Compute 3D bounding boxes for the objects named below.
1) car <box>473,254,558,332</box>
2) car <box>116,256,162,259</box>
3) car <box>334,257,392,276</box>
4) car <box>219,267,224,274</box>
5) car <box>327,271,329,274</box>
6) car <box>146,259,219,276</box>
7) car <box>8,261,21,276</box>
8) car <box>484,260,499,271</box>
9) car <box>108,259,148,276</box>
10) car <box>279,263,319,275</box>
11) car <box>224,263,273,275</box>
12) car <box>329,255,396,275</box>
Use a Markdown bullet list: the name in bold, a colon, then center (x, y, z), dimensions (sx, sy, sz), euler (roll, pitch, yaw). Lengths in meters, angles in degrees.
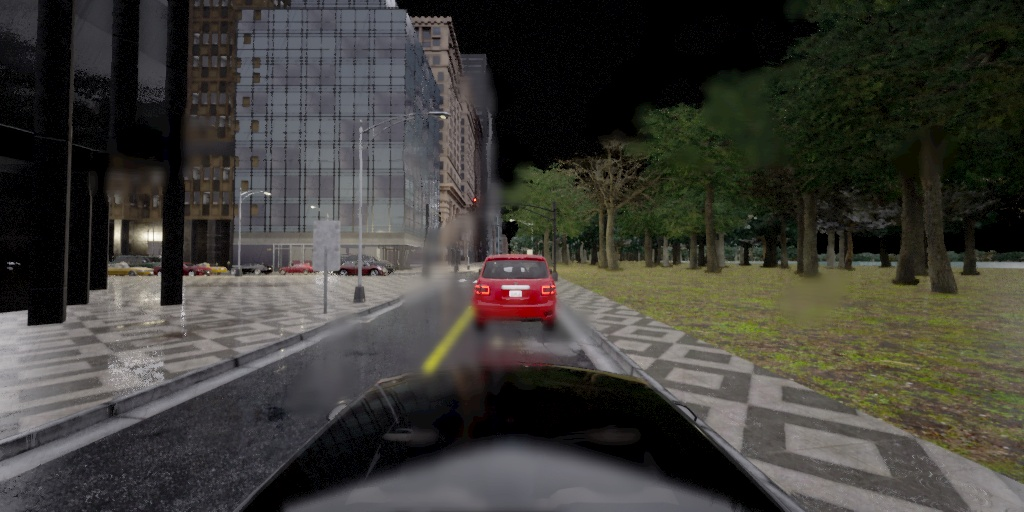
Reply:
- **car**: center (0.104, 0.976, 11.071), dimensions (2.150, 2.045, 5.566), euler (0, 0, 0)
- **car**: center (-36.010, 0.995, 35.372), dimensions (5.566, 2.045, 2.150), euler (0, -2, 0)
- **car**: center (-13.497, 1.129, 32.672), dimensions (4.097, 1.591, 1.967), euler (0, 0, -1)
- **car**: center (-35.579, 1.454, 41.196), dimensions (4.829, 1.417, 1.751), euler (0, 0, 0)
- **car**: center (-18.949, 1.484, 41.195), dimensions (4.313, 1.339, 1.948), euler (0, 0, 0)
- **car**: center (-29.927, 1.244, 32.673), dimensions (4.507, 1.381, 1.888), euler (0, 0, 0)
- **car**: center (-46.391, 1.148, 32.674), dimensions (4.097, 1.591, 1.967), euler (0, 0, 0)
- **car**: center (-3.037, 1.394, 53.109), dimensions (2.033, 1.411, 5.357), euler (0, 0, -3)
- **car**: center (-35.245, 1.227, 32.674), dimensions (4.829, 1.417, 1.751), euler (0, 0, 0)
- **car**: center (-24.435, 1.504, 41.195), dimensions (4.207, 1.307, 1.802), euler (0, 0, 0)
- **car**: center (-29.922, 1.491, 41.196), dimensions (4.313, 1.339, 1.948), euler (0, 0, 0)
- **car**: center (-14.417, 0.981, 35.361), dimensions (5.566, 2.045, 2.150), euler (0, -2, 0)
